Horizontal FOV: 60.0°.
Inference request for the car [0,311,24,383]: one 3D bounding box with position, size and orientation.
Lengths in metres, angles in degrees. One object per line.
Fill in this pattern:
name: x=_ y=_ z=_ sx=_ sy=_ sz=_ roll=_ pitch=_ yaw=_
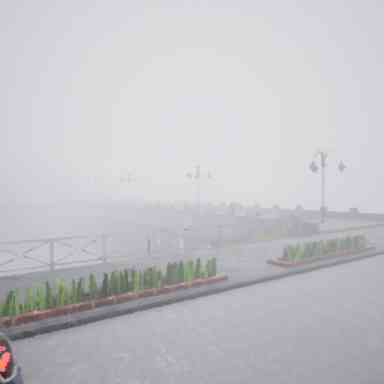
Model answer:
car: x=-3.600 y=1.359 z=2.039 sx=4.553 sy=1.767 sz=2.097 roll=0 pitch=0 yaw=-35
